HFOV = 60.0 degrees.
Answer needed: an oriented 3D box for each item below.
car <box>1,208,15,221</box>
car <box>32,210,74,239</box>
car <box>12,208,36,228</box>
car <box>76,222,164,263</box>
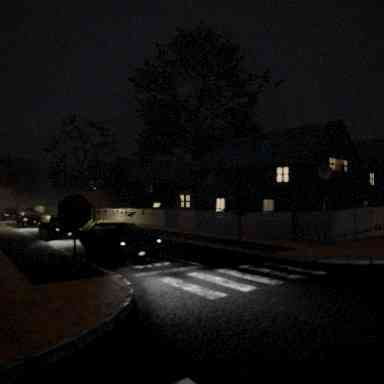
[{"bbox_3d":[-22.537,2.740,41.417,1.837,1.490,4.892,1,-3,-35],"label":"car"},{"bbox_3d":[-8.697,2.149,21.722,2.033,1.411,5.357,1,-2,-35],"label":"car"},{"bbox_3d":[-14.506,2.429,29.941,1.994,1.385,4.181,1,-2,-35],"label":"car"},{"bbox_3d":[-3.049,1.949,13.736,1.895,1.301,4.718,1,-2,-35],"label":"car"}]
